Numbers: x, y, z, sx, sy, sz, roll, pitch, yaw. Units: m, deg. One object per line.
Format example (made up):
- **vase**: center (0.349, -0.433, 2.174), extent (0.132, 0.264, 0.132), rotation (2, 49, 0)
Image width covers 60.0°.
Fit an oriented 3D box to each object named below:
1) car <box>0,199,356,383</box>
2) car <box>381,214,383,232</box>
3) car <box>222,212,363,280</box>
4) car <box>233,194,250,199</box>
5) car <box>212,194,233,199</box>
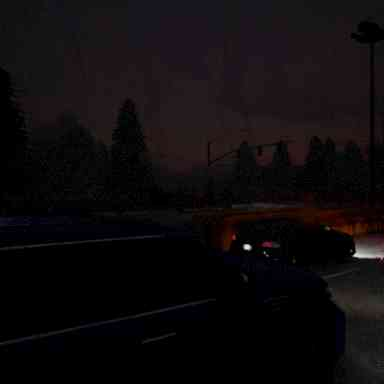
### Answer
- **car**: center (-0.907, 1.218, 3.090), extent (5.566, 2.045, 2.150), rotation (-1, 0, -35)
- **car**: center (10.891, 1.269, 15.748), extent (5.008, 1.535, 1.882), rotation (-1, 1, -36)
- **car**: center (3.187, 1.472, 10.304), extent (4.181, 1.385, 1.994), rotation (-1, 0, -34)
- **car**: center (6.848, 1.069, 50.945), extent (2.128, 1.511, 4.902), rotation (-1, 1, -35)
- **car**: center (3.439, 1.221, 49.692), extent (1.895, 1.301, 4.718), rotation (-1, 1, -35)
